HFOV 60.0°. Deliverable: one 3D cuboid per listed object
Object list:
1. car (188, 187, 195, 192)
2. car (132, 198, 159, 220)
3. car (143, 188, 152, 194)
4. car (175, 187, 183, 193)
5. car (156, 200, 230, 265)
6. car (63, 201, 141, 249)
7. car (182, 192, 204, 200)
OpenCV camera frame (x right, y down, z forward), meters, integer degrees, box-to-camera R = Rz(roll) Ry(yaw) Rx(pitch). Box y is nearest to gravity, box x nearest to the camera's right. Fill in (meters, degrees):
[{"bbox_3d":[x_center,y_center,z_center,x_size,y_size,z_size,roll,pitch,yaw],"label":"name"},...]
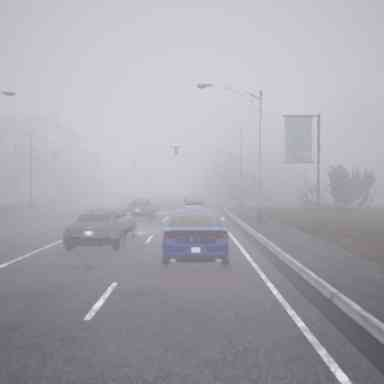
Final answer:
[{"bbox_3d":[-0.027,-0.394,89.664,2.033,1.411,5.357,0,1,0],"label":"car"},{"bbox_3d":[-3.407,1.070,22.865,1.994,1.385,4.181,0,1,0],"label":"car"},{"bbox_3d":[-10.524,-0.174,79.078,2.128,1.511,4.902,0,1,0],"label":"car"},{"bbox_3d":[-3.527,-0.586,90.046,2.097,1.767,4.553,0,1,0],"label":"car"},{"bbox_3d":[0.096,1.243,10.794,1.882,1.535,5.008,0,1,0],"label":"car"},{"bbox_3d":[-3.406,1.283,12.984,1.994,1.385,4.181,0,1,0],"label":"car"},{"bbox_3d":[0.094,1.012,22.212,2.128,1.511,4.902,0,1,0],"label":"car"}]
